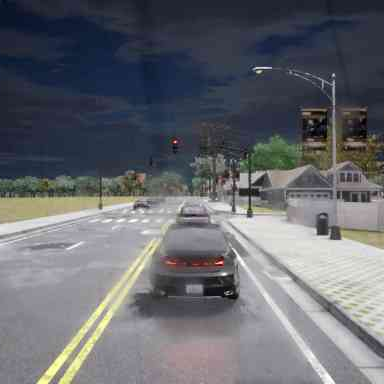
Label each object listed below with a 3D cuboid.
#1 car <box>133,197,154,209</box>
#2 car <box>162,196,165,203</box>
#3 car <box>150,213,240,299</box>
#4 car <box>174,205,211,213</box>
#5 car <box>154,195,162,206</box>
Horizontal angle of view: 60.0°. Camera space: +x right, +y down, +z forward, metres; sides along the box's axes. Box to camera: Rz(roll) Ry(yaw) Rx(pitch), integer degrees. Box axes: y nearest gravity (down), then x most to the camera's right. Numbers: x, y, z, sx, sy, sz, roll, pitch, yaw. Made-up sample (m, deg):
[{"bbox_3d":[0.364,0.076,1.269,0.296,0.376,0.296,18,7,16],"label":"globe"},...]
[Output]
[{"bbox_3d":[-6.663,1.573,45.001,1.994,1.385,4.181,0,0,0],"label":"car"},{"bbox_3d":[-6.600,1.485,68.973,1.882,1.535,5.008,0,0,0],"label":"car"},{"bbox_3d":[0.071,1.510,8.451,1.837,1.490,4.892,0,0,1],"label":"car"},{"bbox_3d":[0.048,1.501,18.720,2.128,1.511,4.902,0,0,-2],"label":"car"},{"bbox_3d":[-6.669,1.568,55.885,1.994,1.385,4.181,0,0,0],"label":"car"}]
